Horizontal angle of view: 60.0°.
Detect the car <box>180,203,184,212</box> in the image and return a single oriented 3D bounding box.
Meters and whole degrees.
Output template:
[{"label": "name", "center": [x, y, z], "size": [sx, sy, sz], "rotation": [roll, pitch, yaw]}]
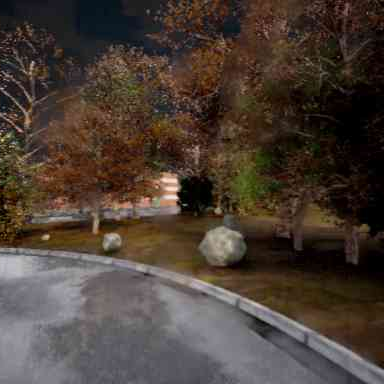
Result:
[{"label": "car", "center": [-0.393, 2.496, 53.663], "size": [1.812, 1.442, 4.674], "rotation": [-2, -1, 21]}]
